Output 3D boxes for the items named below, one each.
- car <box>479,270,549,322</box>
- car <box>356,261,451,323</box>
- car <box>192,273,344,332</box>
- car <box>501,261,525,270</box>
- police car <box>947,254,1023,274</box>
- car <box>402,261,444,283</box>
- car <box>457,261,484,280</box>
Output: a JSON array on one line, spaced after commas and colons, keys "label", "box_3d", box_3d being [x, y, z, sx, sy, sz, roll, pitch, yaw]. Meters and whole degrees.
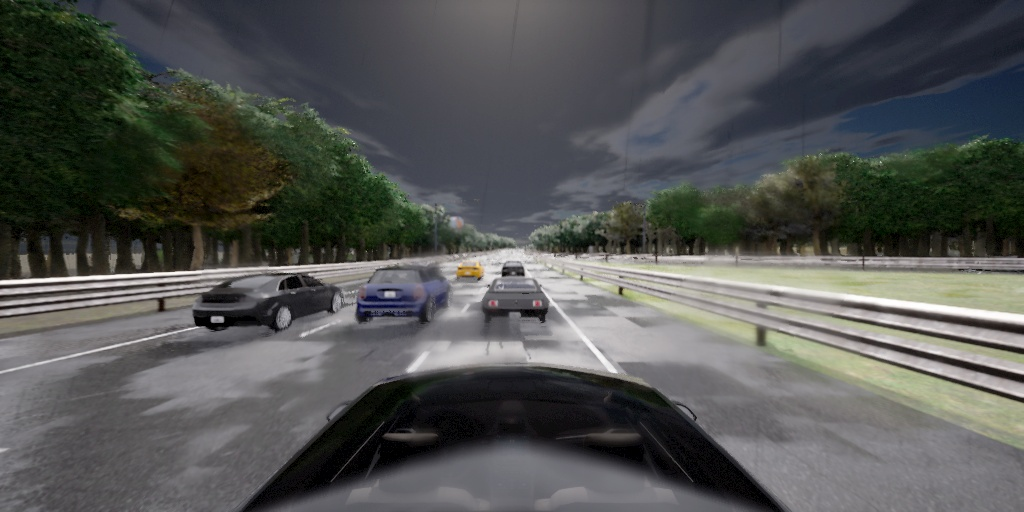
[{"label": "car", "box_3d": [0.092, 1.335, 12.084, 1.895, 1.301, 4.718, 0, 0, 0]}, {"label": "car", "box_3d": [-3.403, 1.085, 12.138, 2.097, 1.767, 4.553, 0, 0, 0]}, {"label": "car", "box_3d": [-6.903, 1.241, 10.826, 1.837, 1.490, 4.892, 0, 0, 0]}, {"label": "car", "box_3d": [0.095, 1.141, 30.029, 1.882, 1.535, 5.008, 0, 0, 0]}, {"label": "police car", "box_3d": [41.483, 0.670, 30.802, 5.238, 1.638, 1.930, 0, 0, 40]}, {"label": "car", "box_3d": [-6.904, 1.167, 28.468, 2.128, 1.511, 4.902, 0, 0, 0]}, {"label": "car", "box_3d": [-3.404, 1.141, 30.038, 1.882, 1.535, 5.008, 0, 0, 0]}]
